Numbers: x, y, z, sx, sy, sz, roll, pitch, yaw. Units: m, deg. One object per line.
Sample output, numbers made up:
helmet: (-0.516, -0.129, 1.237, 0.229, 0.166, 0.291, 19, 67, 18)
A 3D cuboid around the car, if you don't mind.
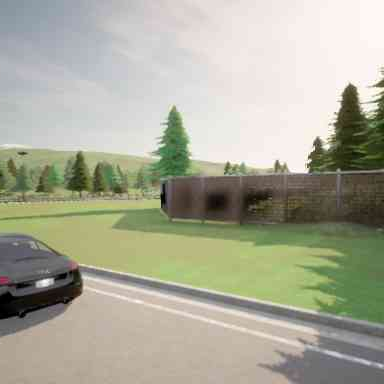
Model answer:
car: (-4.212, 1.564, 7.000, 4.181, 1.385, 1.994, 0, 0, 36)
